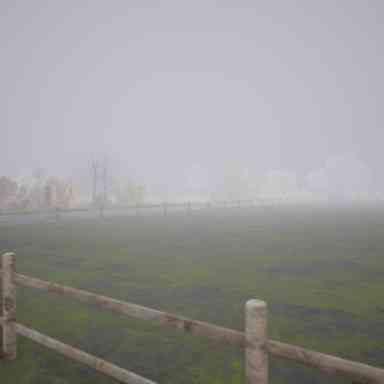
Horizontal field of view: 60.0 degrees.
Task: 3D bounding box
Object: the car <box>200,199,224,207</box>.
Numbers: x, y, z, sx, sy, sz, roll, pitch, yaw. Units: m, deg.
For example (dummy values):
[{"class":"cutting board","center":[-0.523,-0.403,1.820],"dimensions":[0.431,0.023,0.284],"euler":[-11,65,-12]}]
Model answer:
[{"class":"car","center":[3.296,1.823,55.484],"dimensions":[1.895,1.301,4.718],"euler":[-1,0,36]}]
